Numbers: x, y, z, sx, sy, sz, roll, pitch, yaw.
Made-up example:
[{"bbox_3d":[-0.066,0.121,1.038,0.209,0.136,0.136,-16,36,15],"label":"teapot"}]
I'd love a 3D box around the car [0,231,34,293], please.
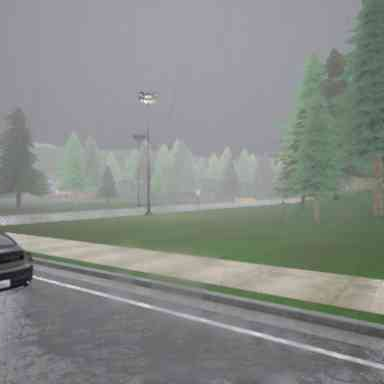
[{"bbox_3d":[-5.706,1.573,7.909,4.892,1.490,1.837,0,0,35],"label":"car"}]
